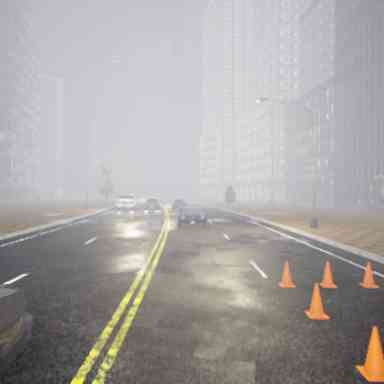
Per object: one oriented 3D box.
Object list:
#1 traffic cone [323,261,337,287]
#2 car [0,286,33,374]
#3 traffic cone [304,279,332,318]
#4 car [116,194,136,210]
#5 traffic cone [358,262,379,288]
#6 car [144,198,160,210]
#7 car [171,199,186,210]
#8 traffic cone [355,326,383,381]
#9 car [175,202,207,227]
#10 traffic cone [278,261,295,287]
[{"bbox_3d":[3.319,1.993,8.144,0.340,0.580,0.340,0,0,0],"label":"traffic cone"},{"bbox_3d":[-2.983,1.534,1.978,2.033,1.411,5.357,0,0,0],"label":"car"},{"bbox_3d":[2.302,1.983,6.153,0.340,0.580,0.340,0,0,0],"label":"traffic cone"},{"bbox_3d":[-8.348,1.238,42.693,2.150,2.045,5.566,0,0,-6],"label":"car"},{"bbox_3d":[4.319,1.999,8.136,0.340,0.580,0.340,0,0,0],"label":"traffic cone"},{"bbox_3d":[-5.178,1.561,43.536,1.812,1.442,4.674,0,0,-6],"label":"car"},{"bbox_3d":[-1.682,1.581,43.093,1.812,1.442,4.674,0,0,-6],"label":"car"},{"bbox_3d":[2.285,1.979,4.153,0.340,0.580,0.340,0,0,0],"label":"traffic cone"},{"bbox_3d":[-0.060,1.643,23.228,1.895,1.301,4.718,0,0,-3],"label":"car"},{"bbox_3d":[2.319,1.987,8.153,0.340,0.580,0.340,0,0,0],"label":"traffic cone"}]
